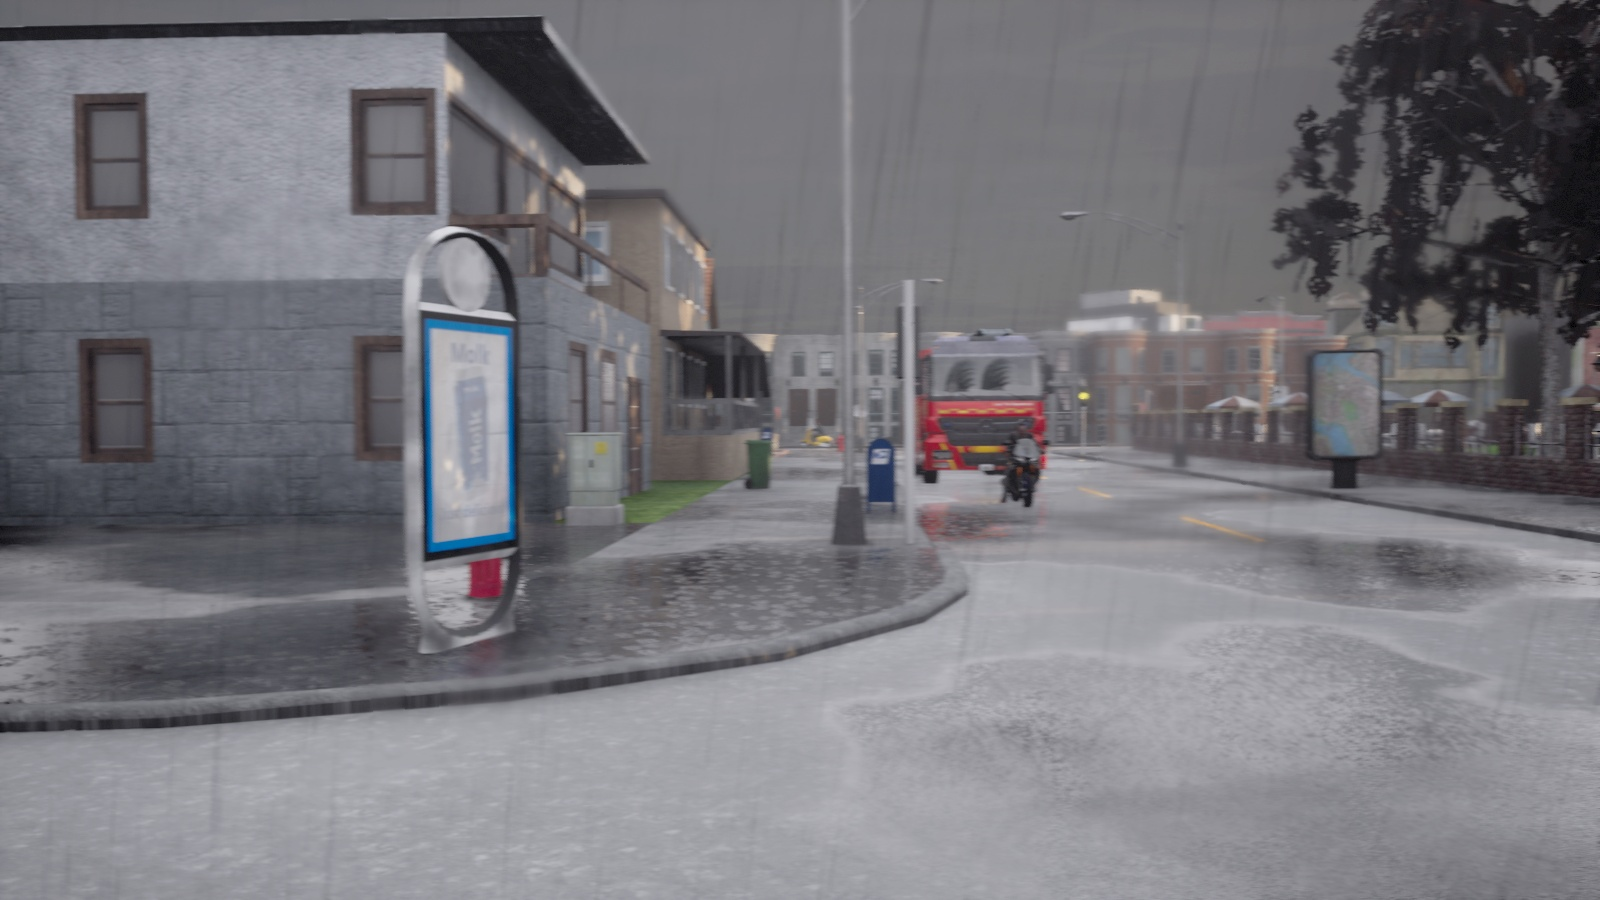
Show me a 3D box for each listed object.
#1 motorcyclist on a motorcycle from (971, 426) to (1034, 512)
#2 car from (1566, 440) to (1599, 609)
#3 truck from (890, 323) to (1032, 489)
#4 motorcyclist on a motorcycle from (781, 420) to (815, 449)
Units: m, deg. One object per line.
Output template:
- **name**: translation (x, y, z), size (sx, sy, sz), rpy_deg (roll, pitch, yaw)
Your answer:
- **motorcyclist on a motorcycle**: translation (3.744, 0.316, 23.386), size (0.866, 1.530, 2.191), rpy_deg (0, 1, 2)
- **car**: translation (7.303, 0.680, 8.371), size (2.033, 1.411, 5.357), rpy_deg (0, 1, 11)
- **truck**: translation (4.019, -1.114, 33.278), size (2.891, 3.827, 8.468), rpy_deg (0, 1, 2)
- **motorcyclist on a motorcycle**: translation (-0.087, -0.846, 69.661), size (1.817, 1.590, 0.866), rpy_deg (0, 2, 6)
